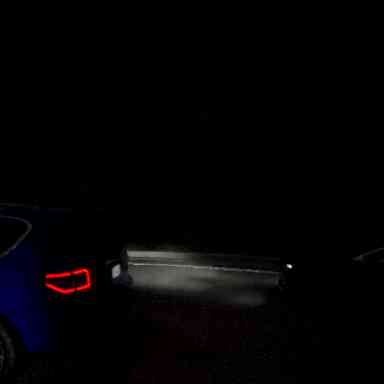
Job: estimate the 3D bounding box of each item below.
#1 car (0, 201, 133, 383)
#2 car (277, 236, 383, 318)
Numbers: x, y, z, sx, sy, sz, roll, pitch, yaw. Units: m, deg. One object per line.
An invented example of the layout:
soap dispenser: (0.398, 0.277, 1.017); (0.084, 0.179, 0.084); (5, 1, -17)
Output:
car: (-3.664, 1.169, 4.850); (5.566, 2.045, 2.150); (0, 0, 9)
car: (3.906, 1.355, 5.477); (4.902, 1.511, 2.128); (0, 1, 34)
